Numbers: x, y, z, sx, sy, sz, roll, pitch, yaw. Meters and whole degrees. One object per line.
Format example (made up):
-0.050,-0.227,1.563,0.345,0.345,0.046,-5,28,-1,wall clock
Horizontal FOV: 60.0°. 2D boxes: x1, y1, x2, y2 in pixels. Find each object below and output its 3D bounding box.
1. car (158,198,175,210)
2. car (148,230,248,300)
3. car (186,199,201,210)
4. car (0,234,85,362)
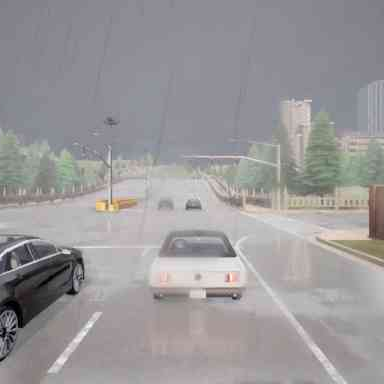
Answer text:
-3.306,1.505,43.021,1.837,1.490,4.892,0,0,0,car
0.117,1.601,8.358,1.895,1.301,4.718,0,0,0,car
0.196,1.564,43.015,1.994,1.385,4.181,0,0,0,car
-3.387,1.492,5.824,2.128,1.511,4.902,0,0,0,car
